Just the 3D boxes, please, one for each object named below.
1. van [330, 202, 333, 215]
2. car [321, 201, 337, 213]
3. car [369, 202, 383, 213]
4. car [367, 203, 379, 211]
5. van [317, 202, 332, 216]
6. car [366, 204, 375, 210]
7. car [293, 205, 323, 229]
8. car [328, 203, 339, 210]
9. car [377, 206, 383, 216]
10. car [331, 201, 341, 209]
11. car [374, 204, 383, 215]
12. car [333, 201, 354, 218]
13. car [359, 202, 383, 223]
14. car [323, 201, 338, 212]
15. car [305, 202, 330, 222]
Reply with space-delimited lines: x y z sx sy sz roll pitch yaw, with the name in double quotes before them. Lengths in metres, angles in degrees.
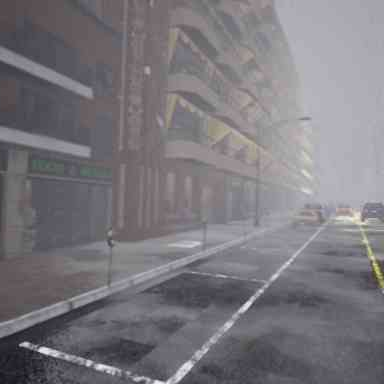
"van" 16.378 2.235 41.892 1.690 1.788 3.998 2 0 25
"car" 23.465 2.577 56.891 2.192 1.841 5.009 2 0 25
"car" 35.257 2.908 63.483 2.192 1.841 5.009 2 0 25
"car" 39.976 3.292 73.482 1.967 1.590 4.097 2 -1 25
"van" 18.740 2.356 46.893 1.690 1.788 3.998 2 0 25
"car" 44.695 3.700 83.481 1.802 1.307 4.206 2 -1 25
"car" 9.212 2.064 26.741 1.752 1.417 4.829 2 0 25
"car" 30.541 3.208 71.889 1.947 1.339 4.313 2 0 25
"car" 28.192 2.762 48.467 1.887 1.381 4.507 2 0 25
"car" 37.636 3.355 86.886 2.192 1.841 5.009 2 0 25
"car" 30.565 2.782 53.465 1.967 1.590 4.097 2 0 25
"car" 19.634 2.320 42.838 2.097 1.767 4.553 1 -1 25
"car" 18.954 2.060 34.931 2.150 2.045 5.566 1 -1 26
"car" 25.827 2.703 61.890 2.192 1.841 5.009 2 0 25
"car" 11.656 1.973 31.896 2.192 1.841 5.009 2 0 25
